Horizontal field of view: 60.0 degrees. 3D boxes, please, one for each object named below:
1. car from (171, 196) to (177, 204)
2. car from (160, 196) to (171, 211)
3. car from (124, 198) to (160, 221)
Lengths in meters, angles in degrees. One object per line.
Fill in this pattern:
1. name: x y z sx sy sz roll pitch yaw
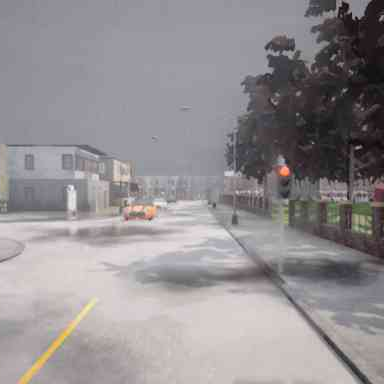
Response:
1. car: -3.961 1.556 65.670 2.033 1.411 5.357 0 0 1
2. car: -4.045 1.531 41.438 1.812 1.442 4.674 0 0 0
3. car: -4.072 1.355 26.913 2.097 1.767 4.553 0 0 0
